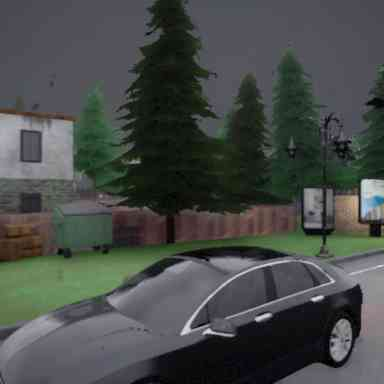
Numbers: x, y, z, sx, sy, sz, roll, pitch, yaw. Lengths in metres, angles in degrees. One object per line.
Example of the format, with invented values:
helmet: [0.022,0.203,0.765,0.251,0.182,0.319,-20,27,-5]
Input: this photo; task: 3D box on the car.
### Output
car: [0.283,1.524,4.216,4.892,1.490,1.837,0,0,-36]
